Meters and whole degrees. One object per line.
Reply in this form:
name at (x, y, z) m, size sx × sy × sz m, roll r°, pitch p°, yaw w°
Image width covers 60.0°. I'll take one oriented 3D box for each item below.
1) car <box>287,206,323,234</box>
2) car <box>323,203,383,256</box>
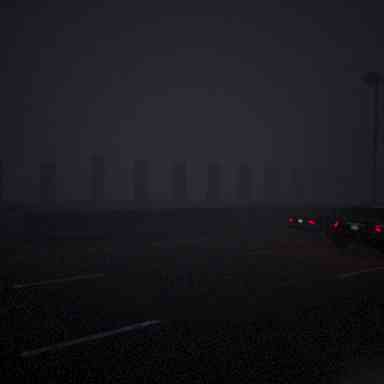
car at (7.312, 1.431, 16.972) m, size 5.357 × 1.411 × 2.033 m, roll 0°, pitch 1°, yaw -30°
car at (7.525, 1.277, 12.780) m, size 4.553 × 1.767 × 2.097 m, roll 0°, pitch 1°, yaw -31°
